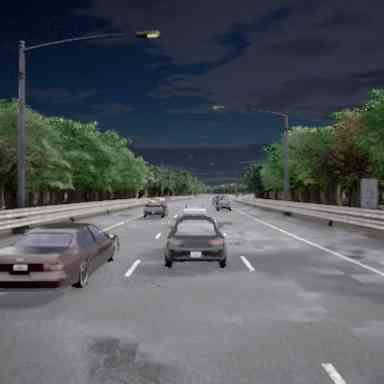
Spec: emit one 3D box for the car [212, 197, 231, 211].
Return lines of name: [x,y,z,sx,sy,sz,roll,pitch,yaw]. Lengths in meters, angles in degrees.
car: [3.979,1.656,42.880,2.033,1.411,5.357,0,0,2]

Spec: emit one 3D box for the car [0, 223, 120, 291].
car: [-3.400,1.553,9.122,2.033,1.411,5.357,0,0,0]

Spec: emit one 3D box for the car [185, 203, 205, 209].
car: [0.255,1.654,29.229,1.895,1.301,4.718,0,0,1]

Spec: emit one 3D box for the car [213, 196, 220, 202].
car: [6.745,2.004,92.402,1.837,1.490,4.892,0,0,5]

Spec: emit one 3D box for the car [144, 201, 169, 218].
car: [-3.218,1.548,30.543,2.128,1.511,4.902,0,0,1]

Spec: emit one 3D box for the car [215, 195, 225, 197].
car: [5.000,1.822,66.653,2.033,1.411,5.357,0,-1,3]

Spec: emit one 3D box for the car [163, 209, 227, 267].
car: [0.115,1.534,11.325,1.812,1.442,4.674,0,0,0]
